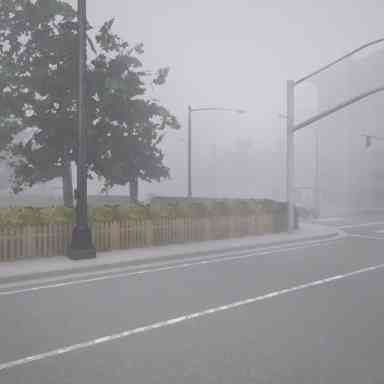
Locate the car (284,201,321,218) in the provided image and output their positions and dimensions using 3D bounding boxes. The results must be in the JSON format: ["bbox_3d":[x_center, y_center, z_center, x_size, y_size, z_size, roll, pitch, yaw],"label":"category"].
[{"bbox_3d":[9.406,1.526,30.334,1.812,1.442,4.674,0,0,-35],"label":"car"}]

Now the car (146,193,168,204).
[{"bbox_3d":[-5.200,1.223,51.511,2.150,2.045,5.566,0,0,-34],"label":"car"}]
